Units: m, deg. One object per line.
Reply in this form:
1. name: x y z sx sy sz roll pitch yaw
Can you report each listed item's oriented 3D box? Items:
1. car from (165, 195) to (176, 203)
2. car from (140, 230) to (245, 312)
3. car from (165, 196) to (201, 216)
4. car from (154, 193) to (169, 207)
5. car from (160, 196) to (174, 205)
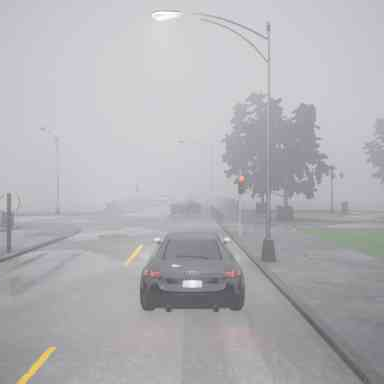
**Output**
1. car: -4.554 1.524 71.489 2.128 1.511 4.902 0 0 0
2. car: 0.004 1.564 7.779 1.994 1.385 4.181 0 0 0
3. car: -0.566 1.477 32.678 1.882 1.535 5.008 1 0 19
4. car: -4.495 1.220 50.995 2.150 2.045 5.566 0 0 -1
5. car: -4.537 1.546 61.247 2.033 1.411 5.357 0 0 0
